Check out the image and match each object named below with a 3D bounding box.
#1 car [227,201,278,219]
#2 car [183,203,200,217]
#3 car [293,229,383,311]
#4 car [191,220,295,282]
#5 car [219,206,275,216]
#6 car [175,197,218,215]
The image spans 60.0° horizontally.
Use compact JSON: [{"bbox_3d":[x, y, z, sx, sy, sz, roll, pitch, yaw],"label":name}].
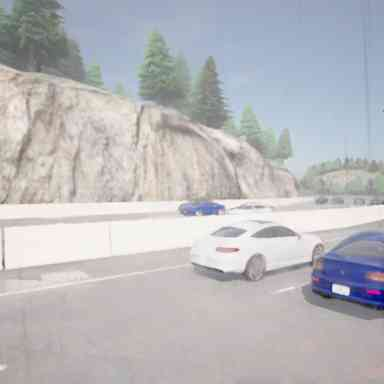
[{"bbox_3d":[5.916,1.652,31.911,5.357,1.411,2.033,0,0,-44],"label":"car"},{"bbox_3d":[1.169,1.575,32.282,5.008,1.535,1.882,0,0,-43],"label":"car"},{"bbox_3d":[4.433,1.555,7.265,4.674,1.442,1.812,0,0,-38],"label":"car"},{"bbox_3d":[2.084,1.559,9.866,4.674,1.442,1.812,0,0,-38],"label":"car"},{"bbox_3d":[4.521,1.610,25.880,4.674,1.442,1.812,0,0,-42],"label":"car"},{"bbox_3d":[0.583,1.461,36.547,4.553,1.767,2.097,0,0,-44],"label":"car"}]
